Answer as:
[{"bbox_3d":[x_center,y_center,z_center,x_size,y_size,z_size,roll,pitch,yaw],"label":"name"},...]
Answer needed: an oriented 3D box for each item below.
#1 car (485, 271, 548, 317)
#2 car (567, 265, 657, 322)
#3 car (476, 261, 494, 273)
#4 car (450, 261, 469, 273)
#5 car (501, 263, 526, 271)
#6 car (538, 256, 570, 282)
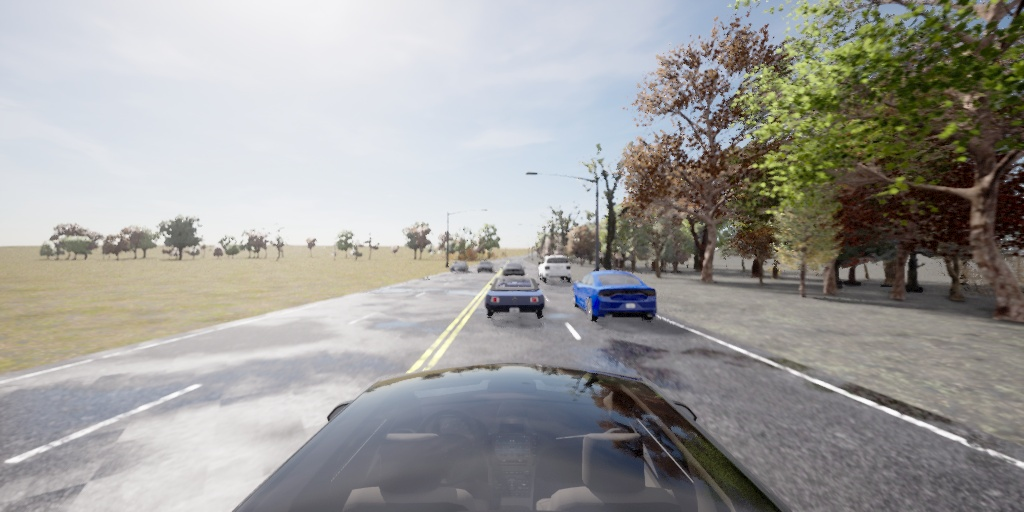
[{"bbox_3d":[0.097,1.386,13.246,1.895,1.301,4.718,0,0,0],"label":"car"},{"bbox_3d":[3.337,1.253,12.521,1.882,1.535,5.008,0,0,0],"label":"car"},{"bbox_3d":[-3.278,1.363,44.656,1.837,1.490,4.892,0,0,0],"label":"car"},{"bbox_3d":[-6.528,1.350,44.684,2.128,1.511,4.902,0,0,0],"label":"car"},{"bbox_3d":[0.128,1.332,30.121,1.837,1.490,4.892,0,0,0],"label":"car"},{"bbox_3d":[3.372,1.036,28.892,2.150,2.045,5.566,-1,0,0],"label":"car"}]
